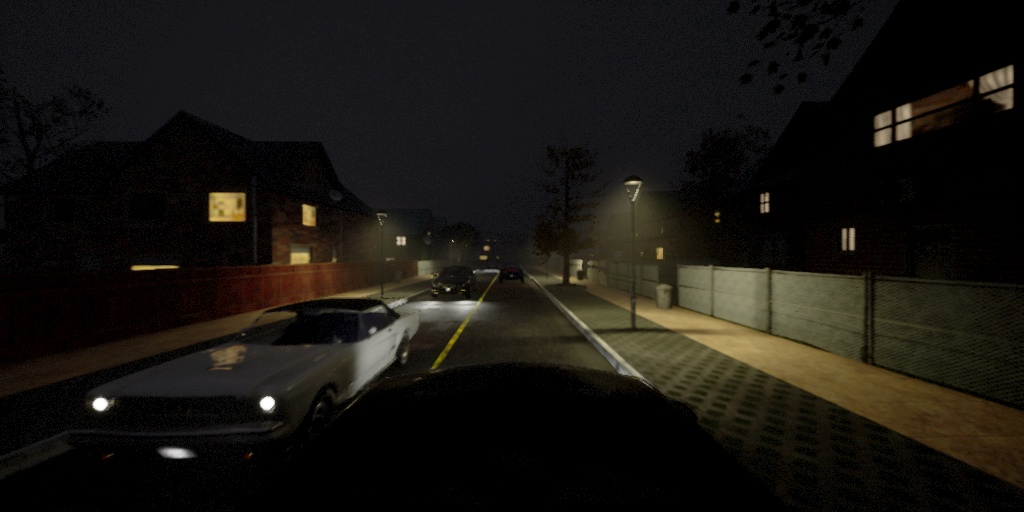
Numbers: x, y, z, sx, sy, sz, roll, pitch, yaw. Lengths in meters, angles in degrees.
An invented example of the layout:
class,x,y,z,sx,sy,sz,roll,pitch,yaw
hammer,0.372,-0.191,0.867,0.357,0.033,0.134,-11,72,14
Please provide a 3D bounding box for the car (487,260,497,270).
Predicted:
class,x,y,z,sx,sy,sz,roll,pitch,yaw
car,-3.085,1.429,58.501,2.128,1.511,4.902,0,0,0

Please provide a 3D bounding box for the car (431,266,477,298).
class,x,y,z,sx,sy,sz,roll,pitch,yaw
car,-2.919,1.291,18.812,1.837,1.490,4.892,0,0,0

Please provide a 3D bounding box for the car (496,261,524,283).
class,x,y,z,sx,sy,sz,roll,pitch,yaw
car,-0.039,1.277,28.724,1.882,1.535,5.008,0,0,0

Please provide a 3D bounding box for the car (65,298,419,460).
class,x,y,z,sx,sy,sz,roll,pitch,yaw
car,-2.859,1.366,5.249,1.895,1.301,4.718,0,0,0
